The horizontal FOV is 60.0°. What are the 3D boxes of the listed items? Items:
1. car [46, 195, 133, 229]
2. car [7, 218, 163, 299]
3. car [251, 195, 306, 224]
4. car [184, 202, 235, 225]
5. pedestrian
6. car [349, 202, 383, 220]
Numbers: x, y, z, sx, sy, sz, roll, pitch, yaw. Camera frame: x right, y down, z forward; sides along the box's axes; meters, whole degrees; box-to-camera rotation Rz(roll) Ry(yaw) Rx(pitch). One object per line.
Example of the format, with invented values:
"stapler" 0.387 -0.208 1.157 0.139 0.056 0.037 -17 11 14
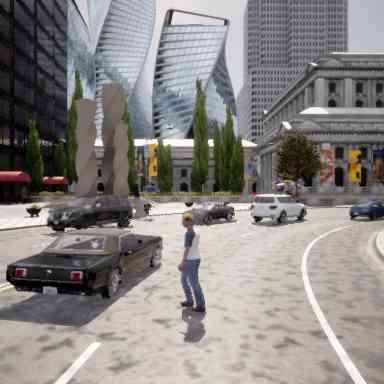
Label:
"car" -5.774 1.221 19.629 2.150 2.045 5.566 0 0 27
"car" -2.239 1.601 8.548 1.895 1.301 4.718 0 0 12
"car" 6.639 1.221 25.200 2.150 2.045 5.566 0 0 42
"car" 1.308 1.491 24.348 2.128 1.511 4.902 0 0 38
"pedestrian" -0.018 1.294 6.233 0.375 1.860 0.375 0 0 11
"car" 14.914 1.526 27.661 4.674 1.442 1.812 0 0 -35
